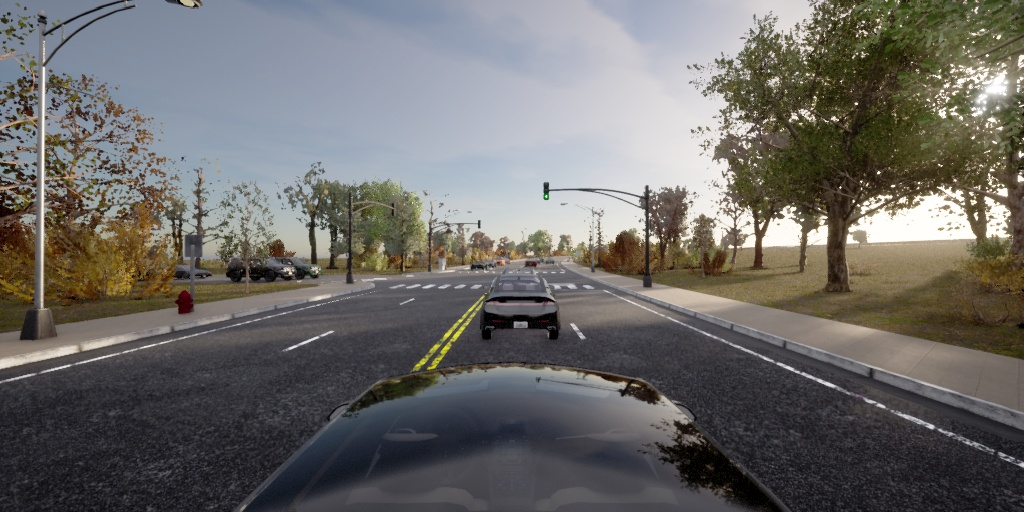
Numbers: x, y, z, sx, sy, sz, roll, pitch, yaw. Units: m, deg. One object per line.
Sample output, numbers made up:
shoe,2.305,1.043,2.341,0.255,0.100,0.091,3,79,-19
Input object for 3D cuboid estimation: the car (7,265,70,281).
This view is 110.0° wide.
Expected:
car,-45.844,1.509,34.680,4.553,1.767,2.097,-1,-1,10

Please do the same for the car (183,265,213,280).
car,-32.764,1.606,35.615,5.357,1.411,2.033,-1,-1,10

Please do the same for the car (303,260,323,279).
car,-20.634,1.152,33.452,5.566,2.045,2.150,-1,-1,10

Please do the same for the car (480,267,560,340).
car,0.200,1.242,10.003,2.128,1.511,4.902,0,0,0

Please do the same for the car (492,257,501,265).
car,-3.622,1.228,59.463,2.033,1.411,5.357,0,0,5

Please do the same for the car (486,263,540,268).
car,0.292,1.240,15.332,2.128,1.511,4.902,0,0,2

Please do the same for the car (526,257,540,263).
car,3.389,1.144,62.610,1.882,1.535,5.008,0,0,5

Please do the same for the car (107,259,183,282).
car,-33.493,1.256,32.447,5.566,2.045,2.150,-1,-1,10

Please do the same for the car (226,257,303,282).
car,-21.118,1.124,30.236,5.566,2.045,2.150,-1,-1,10

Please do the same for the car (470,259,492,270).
car,-4.489,1.303,49.825,1.895,1.301,4.718,0,0,6

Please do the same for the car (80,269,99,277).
car,-46.932,1.748,38.181,5.357,1.411,2.033,-1,-1,11
